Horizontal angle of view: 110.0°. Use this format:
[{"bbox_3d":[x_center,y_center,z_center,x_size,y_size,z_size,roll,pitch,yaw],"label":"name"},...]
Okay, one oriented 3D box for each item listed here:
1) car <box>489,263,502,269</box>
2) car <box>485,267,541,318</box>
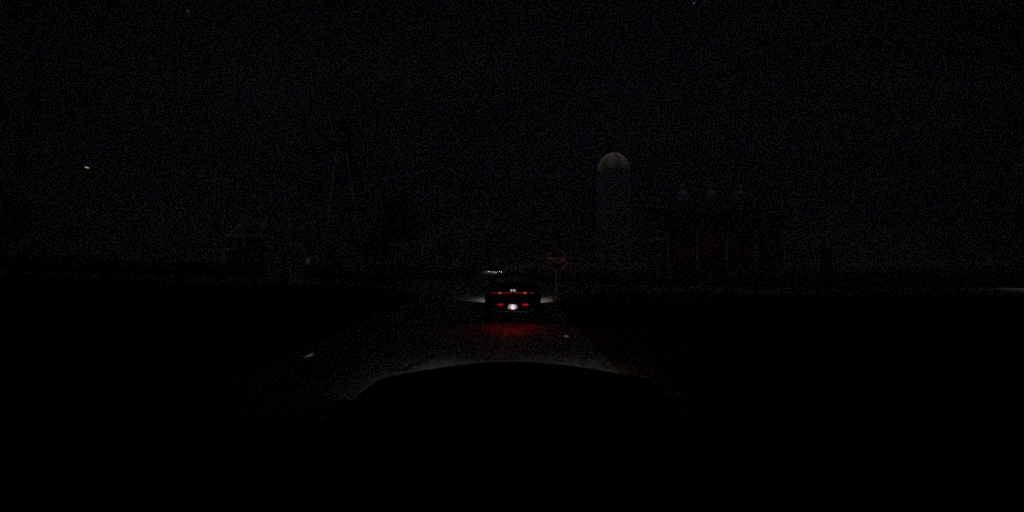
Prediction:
[{"bbox_3d":[-2.774,1.925,61.999,1.994,1.385,4.181,0,-1,1],"label":"car"},{"bbox_3d":[0.045,1.335,13.478,1.837,1.490,4.892,0,0,1],"label":"car"}]
